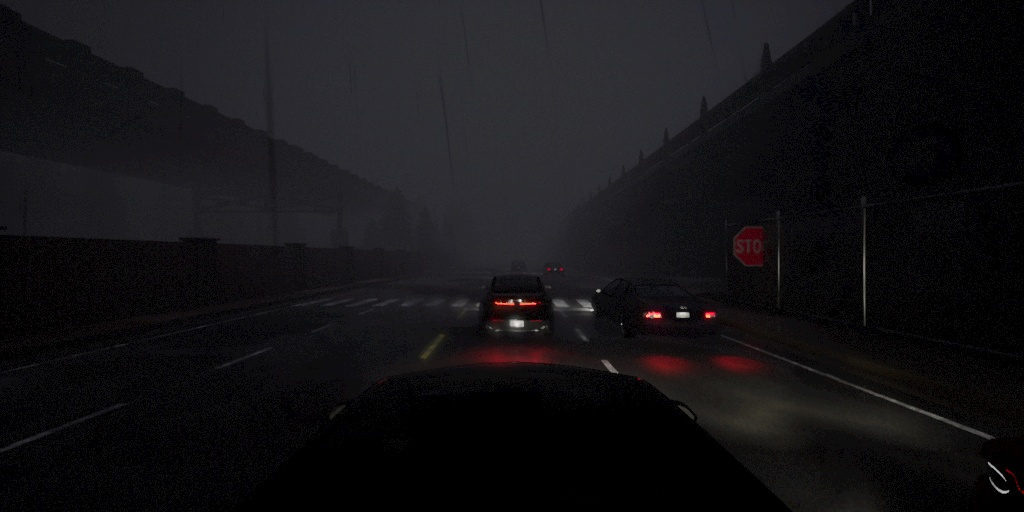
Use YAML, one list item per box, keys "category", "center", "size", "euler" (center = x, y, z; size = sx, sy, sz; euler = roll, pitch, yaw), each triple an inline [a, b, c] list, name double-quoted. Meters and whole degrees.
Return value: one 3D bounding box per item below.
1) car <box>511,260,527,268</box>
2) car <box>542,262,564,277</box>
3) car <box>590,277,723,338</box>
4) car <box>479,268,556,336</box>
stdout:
- category: "car"
  center: [0.851, 1.215, 45.738]
  size: [1.882, 1.535, 5.008]
  euler: [0, 0, 1]
- category: "car"
  center: [4.116, 1.287, 35.977]
  size: [2.033, 1.411, 5.357]
  euler: [0, 0, 2]
- category: "car"
  center: [3.622, 1.295, 10.098]
  size: [2.033, 1.411, 5.357]
  euler: [0, 0, 0]
- category: "car"
  center: [0.119, 1.252, 10.350]
  size: [1.837, 1.490, 4.892]
  euler: [0, 0, 0]
